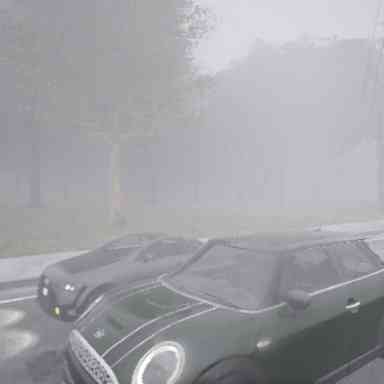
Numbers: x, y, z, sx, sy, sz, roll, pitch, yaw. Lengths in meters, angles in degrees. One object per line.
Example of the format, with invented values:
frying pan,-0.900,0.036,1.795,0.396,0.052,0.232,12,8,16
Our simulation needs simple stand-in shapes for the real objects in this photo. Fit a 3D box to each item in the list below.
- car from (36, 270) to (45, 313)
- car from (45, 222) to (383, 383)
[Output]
car,-0.950,1.564,7.004,4.181,1.385,1.994,0,0,-36
car,0.811,1.352,4.268,4.553,1.767,2.097,0,0,-36
